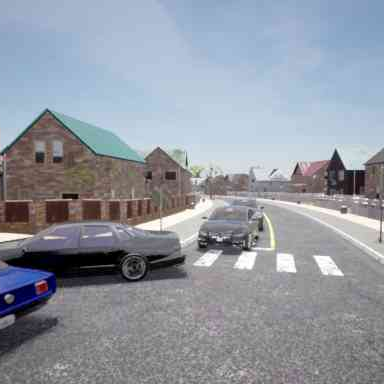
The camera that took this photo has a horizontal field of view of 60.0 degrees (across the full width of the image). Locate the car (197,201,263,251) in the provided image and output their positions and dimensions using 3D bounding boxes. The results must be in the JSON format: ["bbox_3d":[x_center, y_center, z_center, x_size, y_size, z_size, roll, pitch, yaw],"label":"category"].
[{"bbox_3d":[1.624,1.338,13.500,1.837,1.490,4.892,1,1,17],"label":"car"}]

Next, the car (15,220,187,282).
[{"bbox_3d":[-2.865,1.436,8.370,5.357,1.411,2.033,-1,1,-13],"label":"car"}]

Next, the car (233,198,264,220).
[{"bbox_3d":[3.048,1.143,19.225,2.097,1.767,4.553,1,1,11],"label":"car"}]

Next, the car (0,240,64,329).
[{"bbox_3d":[-4.741,1.578,5.494,4.718,1.301,1.895,0,1,20],"label":"car"}]
